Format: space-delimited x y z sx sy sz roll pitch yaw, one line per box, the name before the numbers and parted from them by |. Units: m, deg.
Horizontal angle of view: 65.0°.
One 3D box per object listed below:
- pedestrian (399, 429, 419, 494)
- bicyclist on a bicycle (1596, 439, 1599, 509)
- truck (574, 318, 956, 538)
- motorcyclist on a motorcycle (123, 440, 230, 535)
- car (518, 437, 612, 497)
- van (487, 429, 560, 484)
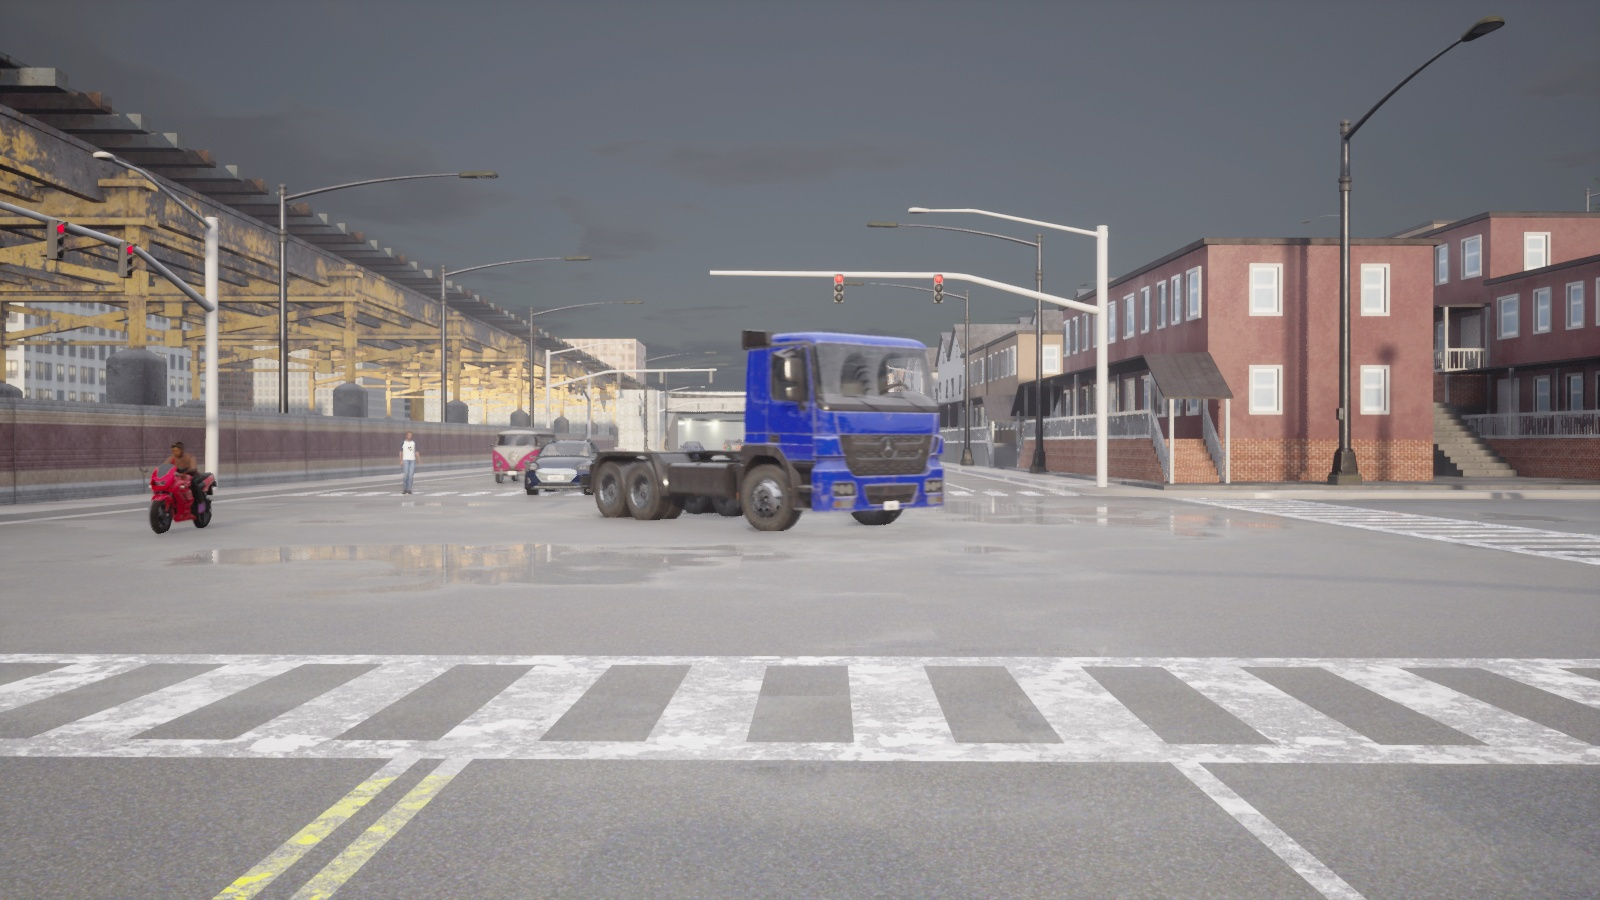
pedestrian | -11.238 0.319 36.109 0.354 1.836 0.706 0 0 -35
bicyclist on a bicycle | 19.281 0.552 28.819 1.656 1.620 0.582 0 0 0
truck | -0.980 -0.370 23.688 2.891 3.462 7.936 0 1 -40
motorcyclist on a motorcycle | -10.450 0.601 21.134 0.797 1.523 2.044 0 0 0
car | -6.831 0.462 37.028 2.033 1.649 4.856 0 0 -2
van | -10.408 0.222 47.618 1.775 1.987 4.442 0 0 0
